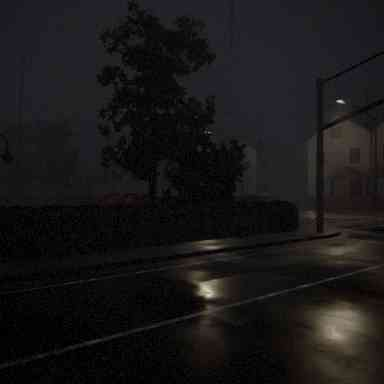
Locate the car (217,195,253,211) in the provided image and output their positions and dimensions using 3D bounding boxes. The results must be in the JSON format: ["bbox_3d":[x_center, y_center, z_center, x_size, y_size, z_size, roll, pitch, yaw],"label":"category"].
[{"bbox_3d":[5.441,1.352,42.578,2.097,1.767,4.553,0,0,-35],"label":"car"}]

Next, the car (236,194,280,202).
[{"bbox_3d":[7.334,1.221,33.470,2.150,2.045,5.566,0,0,-35],"label":"car"}]

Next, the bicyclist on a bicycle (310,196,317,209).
[{"bbox_3d":[15.200,1.303,41.376,1.656,1.620,0.582,0,0,-35],"label":"bicyclist on a bicycle"}]
